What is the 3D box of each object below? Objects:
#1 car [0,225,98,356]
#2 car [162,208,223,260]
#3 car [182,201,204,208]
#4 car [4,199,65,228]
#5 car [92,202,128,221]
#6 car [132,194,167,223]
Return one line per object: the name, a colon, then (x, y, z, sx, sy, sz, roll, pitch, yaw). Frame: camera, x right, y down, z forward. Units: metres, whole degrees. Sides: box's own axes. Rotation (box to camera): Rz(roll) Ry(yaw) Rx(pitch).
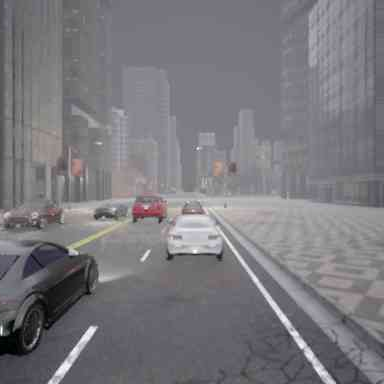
car: (-3.152, 1.562, 6.045, 1.994, 1.385, 4.181, 0, 0, 0)
car: (0.095, 1.519, 12.276, 1.812, 1.442, 4.674, 0, 0, 0)
car: (0.090, 1.520, 29.983, 1.994, 1.385, 4.181, 0, 0, 0)
car: (-9.852, 1.332, 21.086, 2.097, 1.767, 4.553, 0, 0, 0)
car: (-6.596, 1.512, 27.463, 2.033, 1.411, 5.357, 0, 0, 0)
car: (-3.160, 1.190, 25.562, 2.150, 2.045, 5.566, 0, 0, 0)
